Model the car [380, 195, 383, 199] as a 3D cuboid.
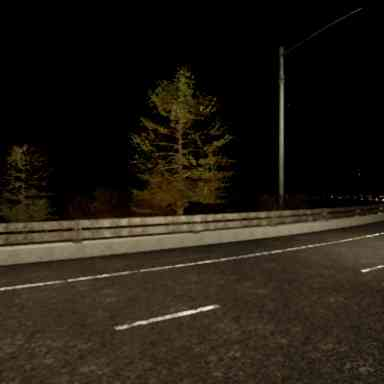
[{"bbox_3d":[47.597,1.628,79.211,2.128,1.511,4.902,0,0,10],"label":"car"}]
